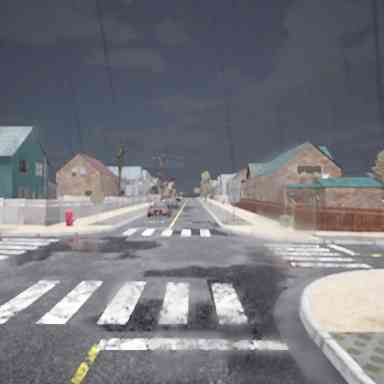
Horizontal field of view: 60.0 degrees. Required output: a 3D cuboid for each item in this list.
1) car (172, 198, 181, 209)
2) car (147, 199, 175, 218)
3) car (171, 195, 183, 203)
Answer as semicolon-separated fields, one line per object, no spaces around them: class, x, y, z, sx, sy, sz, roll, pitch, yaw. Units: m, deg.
car;-2.834;1.584;45.116;1.994;1.385;4.181;0;0;0
car;-2.839;1.560;29.758;1.994;1.385;4.181;0;0;0
car;-2.741;1.269;60.653;1.895;1.301;4.718;0;0;0
